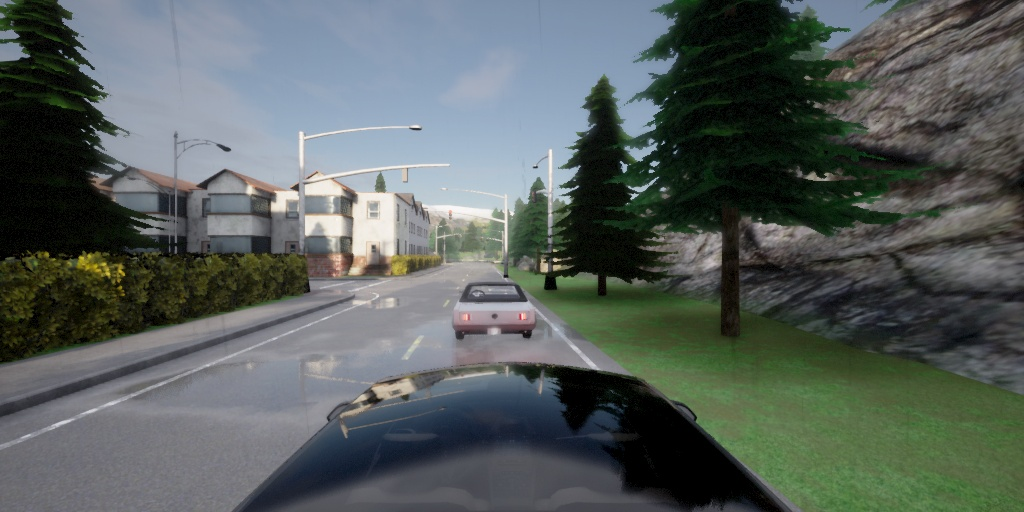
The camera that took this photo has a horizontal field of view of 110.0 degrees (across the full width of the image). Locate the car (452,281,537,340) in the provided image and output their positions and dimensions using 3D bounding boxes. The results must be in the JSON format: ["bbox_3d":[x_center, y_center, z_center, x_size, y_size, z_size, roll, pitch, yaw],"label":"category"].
[{"bbox_3d":[-0.539,1.351,10.019,1.895,1.301,4.718,0,0,-4],"label":"car"}]
